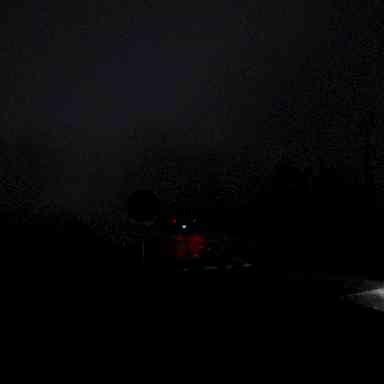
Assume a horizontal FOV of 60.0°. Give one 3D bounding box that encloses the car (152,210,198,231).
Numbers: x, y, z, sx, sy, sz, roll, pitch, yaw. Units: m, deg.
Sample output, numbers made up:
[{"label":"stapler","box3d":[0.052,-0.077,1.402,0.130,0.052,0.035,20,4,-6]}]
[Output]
[{"label":"car","box3d":[-1.314,1.853,22.570,1.895,1.301,4.718,1,-1,-22]}]
